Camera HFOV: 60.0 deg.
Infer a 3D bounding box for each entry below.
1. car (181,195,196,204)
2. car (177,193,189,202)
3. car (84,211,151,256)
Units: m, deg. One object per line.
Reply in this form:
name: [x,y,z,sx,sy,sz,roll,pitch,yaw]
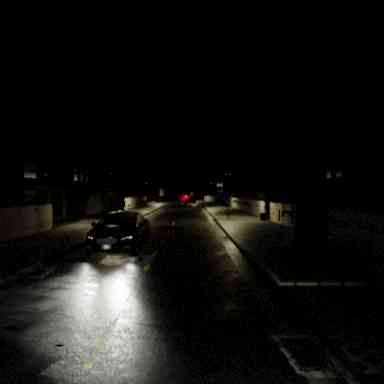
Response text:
car: [-0.425,1.754,66.946,1.895,1.301,4.718,0,0,-7]
car: [-1.932,1.217,77.082,2.150,2.045,5.566,0,0,-14]
car: [-2.795,1.544,13.360,2.128,1.511,4.902,0,0,1]
